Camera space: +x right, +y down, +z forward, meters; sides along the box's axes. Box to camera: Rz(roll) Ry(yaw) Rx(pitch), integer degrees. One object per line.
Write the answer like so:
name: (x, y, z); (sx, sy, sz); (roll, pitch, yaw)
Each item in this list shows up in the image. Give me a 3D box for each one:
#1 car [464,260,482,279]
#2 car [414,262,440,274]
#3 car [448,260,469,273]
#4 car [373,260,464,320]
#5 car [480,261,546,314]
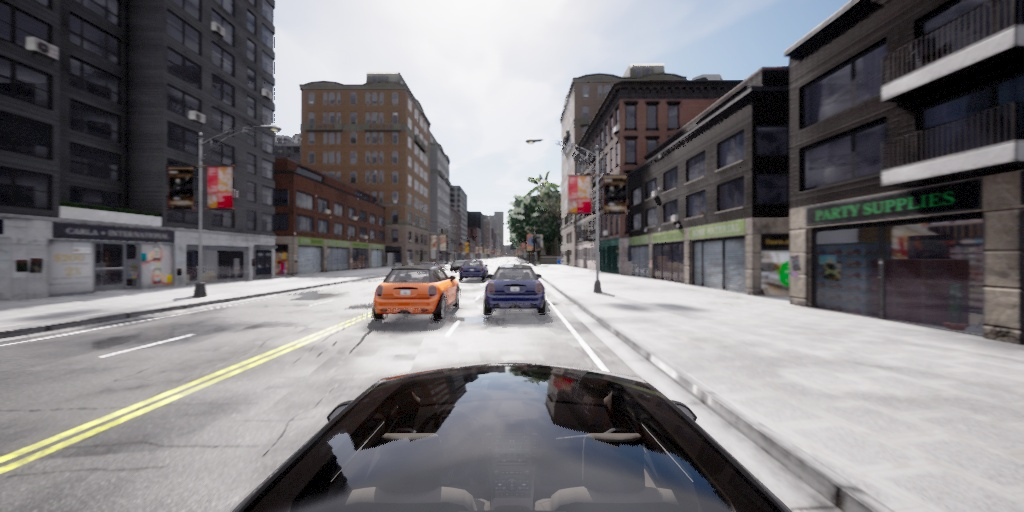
car: (-3.157, 1.108, 30.327); (2.097, 1.767, 4.553); (0, 0, 0)
car: (-9.849, 1.362, 42.010); (1.895, 1.301, 4.718); (0, 0, 0)
car: (-6.593, 1.268, 44.898); (1.837, 1.490, 4.892); (0, 0, 0)
car: (-3.152, 1.104, 12.725); (2.097, 1.767, 4.553); (0, 0, 0)
car: (0.097, 1.104, 13.857); (2.097, 1.767, 4.553); (0, 0, 0)
